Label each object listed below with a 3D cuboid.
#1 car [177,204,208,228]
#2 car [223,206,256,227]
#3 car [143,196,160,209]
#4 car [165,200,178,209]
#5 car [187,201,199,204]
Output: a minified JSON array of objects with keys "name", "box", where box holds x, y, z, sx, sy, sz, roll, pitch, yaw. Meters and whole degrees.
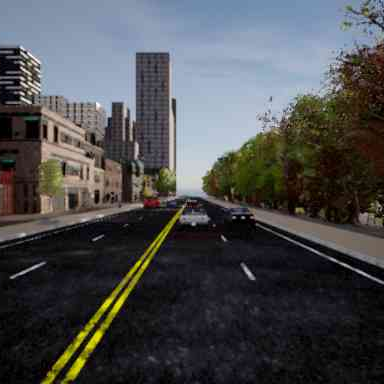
[{"name":"car","box":[0.107,1.785,23.306,1.895,1.301,4.718,0,0,0]},{"name":"car","box":[3.353,1.739,24.283,2.033,1.411,5.357,0,0,0]},{"name":"car","box":[-6.524,1.633,54.273,2.150,2.045,5.566,0,0,1]},{"name":"car","box":[-3.271,1.970,54.510,2.033,1.411,5.357,0,0,1]},{"name":"car","box":[0.081,1.818,39.983,1.837,1.490,4.892,0,0,0]}]
